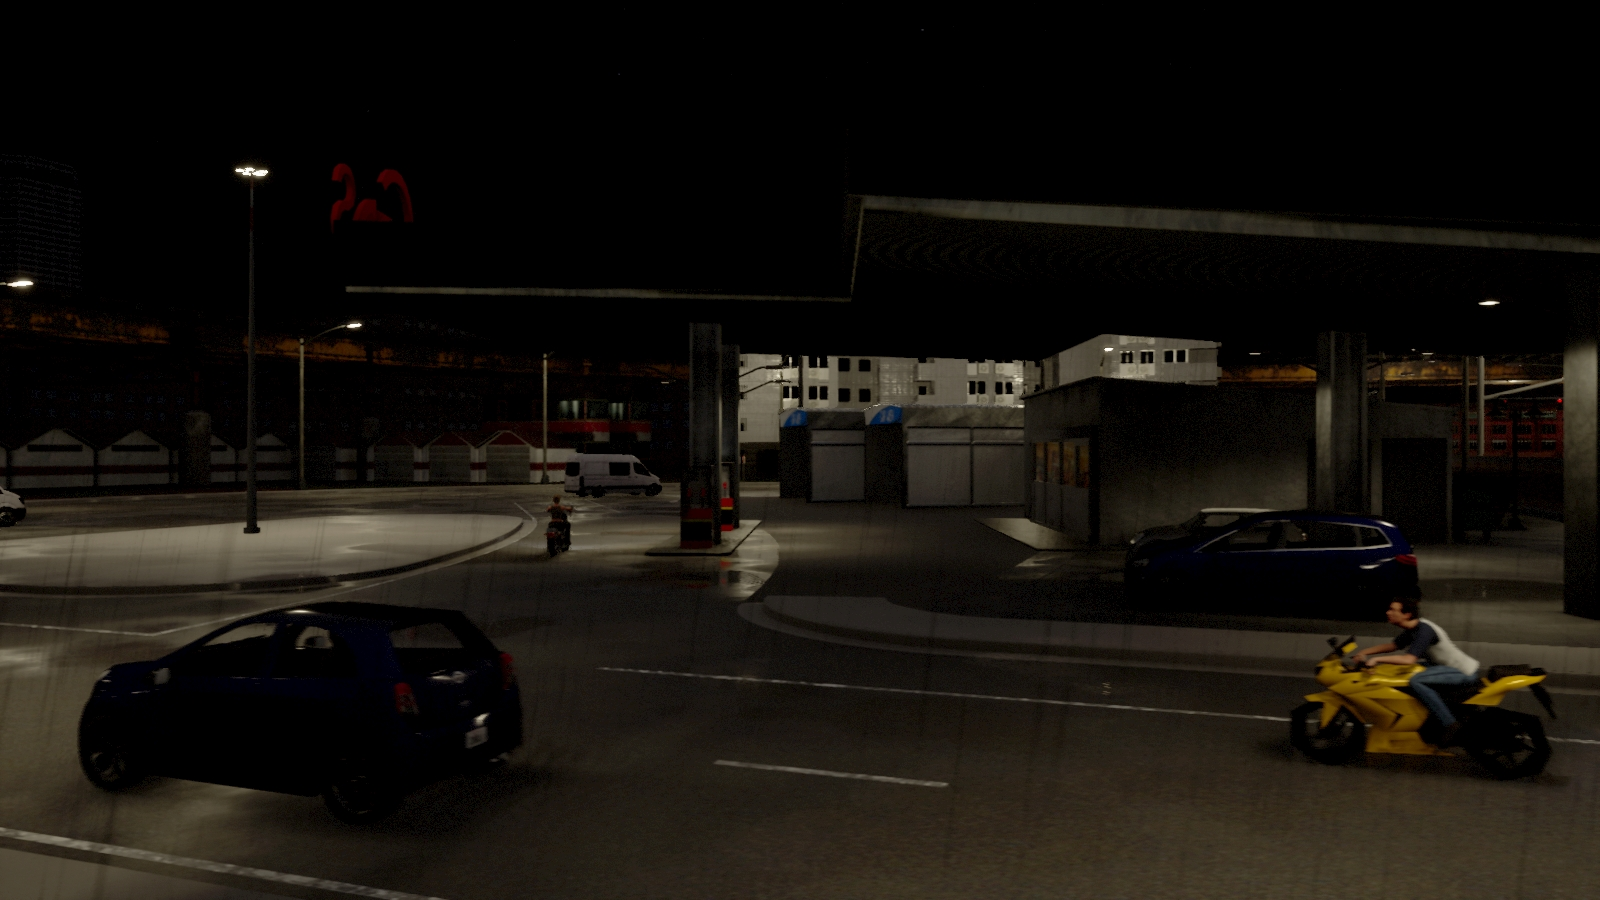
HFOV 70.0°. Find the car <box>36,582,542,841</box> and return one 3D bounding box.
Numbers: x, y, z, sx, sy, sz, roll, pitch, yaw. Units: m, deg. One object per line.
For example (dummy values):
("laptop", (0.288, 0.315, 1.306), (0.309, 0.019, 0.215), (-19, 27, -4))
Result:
("car", (-4.259, 2.038, 9.640), (3.633, 1.501, 1.845), (0, 0, 20))

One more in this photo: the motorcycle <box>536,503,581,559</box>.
("motorcycle", (-6.467, 2.140, 30.698), (0.764, 1.332, 2.356), (0, 0, -1))
